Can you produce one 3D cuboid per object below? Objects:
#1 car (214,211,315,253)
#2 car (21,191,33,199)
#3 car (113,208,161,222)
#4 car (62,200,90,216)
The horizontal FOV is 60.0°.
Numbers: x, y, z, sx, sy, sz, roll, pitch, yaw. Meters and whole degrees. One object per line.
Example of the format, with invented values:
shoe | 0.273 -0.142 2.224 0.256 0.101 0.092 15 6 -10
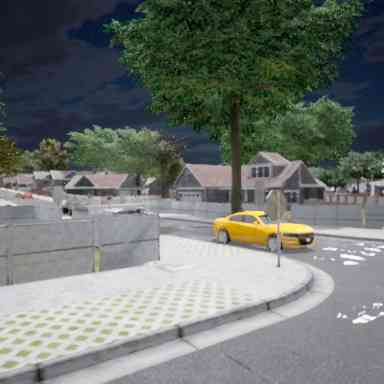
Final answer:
car | 3.040 1.622 14.856 1.882 1.535 5.008 0 -1 -35
car | -40.102 0.643 80.705 2.097 1.767 4.553 0 2 -35
car | -4.225 1.874 25.130 1.895 1.301 4.718 0 0 -35
car | -13.416 1.738 38.269 2.097 1.767 4.553 0 0 -35
